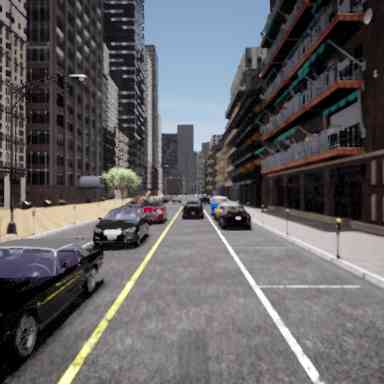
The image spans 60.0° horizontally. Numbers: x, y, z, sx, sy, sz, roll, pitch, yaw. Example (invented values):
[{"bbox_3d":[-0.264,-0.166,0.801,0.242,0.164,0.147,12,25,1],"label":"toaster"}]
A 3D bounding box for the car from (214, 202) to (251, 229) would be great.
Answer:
[{"bbox_3d":[2.689,1.564,21.427,1.947,1.339,4.313,0,0,0],"label":"car"}]

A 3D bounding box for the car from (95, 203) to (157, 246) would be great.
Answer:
[{"bbox_3d":[-3.090,1.489,15.320,2.128,1.511,4.902,0,0,0],"label":"car"}]

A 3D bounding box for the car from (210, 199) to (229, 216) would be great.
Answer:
[{"bbox_3d":[2.689,1.525,27.120,1.752,1.417,4.829,0,0,0],"label":"car"}]

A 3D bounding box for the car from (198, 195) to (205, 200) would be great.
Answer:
[{"bbox_3d":[2.688,1.616,93.224,1.887,1.381,4.507,0,0,0],"label":"car"}]

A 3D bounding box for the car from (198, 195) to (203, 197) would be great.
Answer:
[{"bbox_3d":[0.045,1.501,43.302,2.128,1.511,4.902,0,0,1],"label":"car"}]

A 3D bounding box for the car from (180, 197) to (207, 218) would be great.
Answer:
[{"bbox_3d":[0.102,1.506,29.874,1.837,1.490,4.892,0,0,0],"label":"car"}]

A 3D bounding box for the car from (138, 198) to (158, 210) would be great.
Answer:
[{"bbox_3d":[-5.693,1.559,43.519,2.008,1.369,4.403,0,0,0],"label":"car"}]

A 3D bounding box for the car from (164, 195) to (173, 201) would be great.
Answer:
[{"bbox_3d":[-5.693,1.491,82.180,1.967,1.590,4.097,0,0,0],"label":"car"}]

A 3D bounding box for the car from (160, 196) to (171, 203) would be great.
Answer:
[{"bbox_3d":[-5.693,1.601,71.133,1.947,1.339,4.313,0,0,0],"label":"car"}]

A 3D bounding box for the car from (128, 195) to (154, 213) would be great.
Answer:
[{"bbox_3d":[-5.693,1.319,37.996,2.192,1.841,5.009,0,0,0],"label":"car"}]

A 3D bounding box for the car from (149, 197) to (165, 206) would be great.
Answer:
[{"bbox_3d":[-5.693,1.569,54.565,2.008,1.369,4.403,0,0,0],"label":"car"}]

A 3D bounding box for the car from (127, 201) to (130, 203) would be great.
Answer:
[{"bbox_3d":[-5.693,1.567,32.474,1.947,1.339,4.313,0,0,0],"label":"car"}]

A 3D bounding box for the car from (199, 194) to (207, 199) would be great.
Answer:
[{"bbox_3d":[2.355,1.529,61.463,1.837,1.490,4.892,0,0,0],"label":"car"}]

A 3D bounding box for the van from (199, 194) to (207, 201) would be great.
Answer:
[{"bbox_3d":[2.688,1.392,82.179,1.690,1.788,3.998,0,0,0],"label":"van"}]

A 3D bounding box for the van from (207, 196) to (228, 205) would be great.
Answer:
[{"bbox_3d":[2.688,1.343,32.473,1.690,1.788,3.998,0,0,0],"label":"van"}]

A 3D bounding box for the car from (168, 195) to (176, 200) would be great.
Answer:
[{"bbox_3d":[-5.693,1.621,93.224,2.008,1.369,4.403,0,0,0],"label":"car"}]

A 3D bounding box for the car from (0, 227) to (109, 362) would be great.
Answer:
[{"bbox_3d":[-3.099,1.600,5.995,1.895,1.301,4.718,0,0,0],"label":"car"}]

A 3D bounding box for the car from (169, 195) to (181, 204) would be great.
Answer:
[{"bbox_3d":[-3.006,1.586,66.856,2.033,1.411,5.357,0,0,0],"label":"car"}]

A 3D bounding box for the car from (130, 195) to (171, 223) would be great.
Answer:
[{"bbox_3d":[-3.043,1.351,25.125,2.097,1.767,4.553,0,0,0],"label":"car"}]
